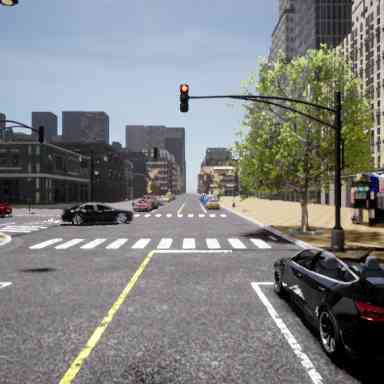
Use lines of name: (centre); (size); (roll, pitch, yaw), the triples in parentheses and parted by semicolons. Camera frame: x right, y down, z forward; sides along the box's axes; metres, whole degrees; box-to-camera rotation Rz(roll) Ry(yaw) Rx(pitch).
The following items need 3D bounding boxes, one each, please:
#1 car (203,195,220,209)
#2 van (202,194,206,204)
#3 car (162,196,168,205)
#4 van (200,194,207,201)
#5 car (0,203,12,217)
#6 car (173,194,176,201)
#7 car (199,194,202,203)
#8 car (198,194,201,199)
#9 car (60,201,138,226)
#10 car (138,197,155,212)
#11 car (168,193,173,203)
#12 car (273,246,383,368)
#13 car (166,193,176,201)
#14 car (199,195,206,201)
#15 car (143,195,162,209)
car: (2.737, 1.526, 43.964); (1.752, 1.417, 4.829); (0, 0, 0)
van: (2.743, 1.342, 49.345); (1.690, 1.788, 3.998); (0, 0, 0)
car: (-5.633, 1.552, 54.902); (2.008, 1.369, 4.403); (0, 0, 0)
van: (2.776, 1.345, 82.651); (1.690, 1.788, 3.998); (0, 0, 0)
car: (-17.242, 1.370, 27.263); (4.507, 1.381, 1.887); (1, -1, -1)
car: (-5.607, 1.555, 82.657); (2.008, 1.369, 4.403); (0, 0, 0)
car: (2.752, 1.553, 60.447); (2.008, 1.369, 4.403); (0, 0, 0)
car: (2.763, 1.569, 71.549); (1.947, 1.339, 4.313); (0, 0, 0)
car: (-6.568, 1.498, 23.197); (4.892, 1.490, 1.837); (0, 1, -21)
car: (-5.649, 1.583, 38.248); (1.802, 1.307, 4.206); (0, 0, 0)
car: (-5.617, 1.528, 71.385); (1.752, 1.417, 4.829); (0, 0, 0)
car: (2.700, 1.566, 5.765); (1.947, 1.339, 4.313); (0, 0, 0)
car: (-5.600, 1.319, 88.208); (2.192, 1.841, 5.009); (0, 0, 0)
car: (2.780, 1.530, 88.372); (1.752, 1.417, 4.829); (0, 0, 0)
car: (-5.643, 1.316, 43.799); (2.192, 1.841, 5.009); (0, 0, 0)
